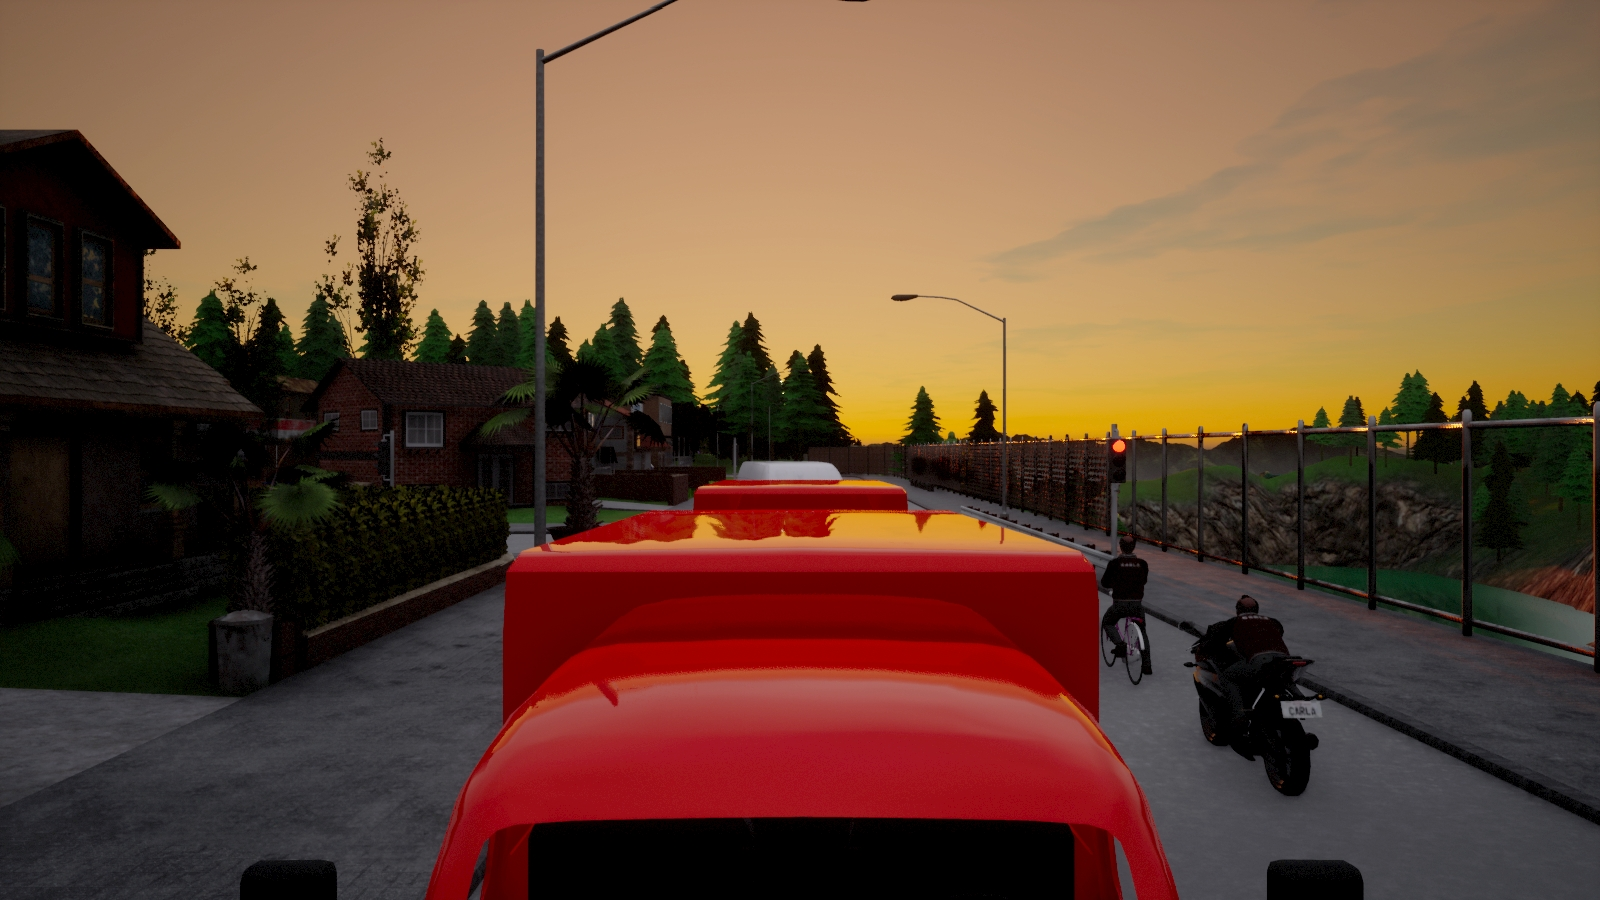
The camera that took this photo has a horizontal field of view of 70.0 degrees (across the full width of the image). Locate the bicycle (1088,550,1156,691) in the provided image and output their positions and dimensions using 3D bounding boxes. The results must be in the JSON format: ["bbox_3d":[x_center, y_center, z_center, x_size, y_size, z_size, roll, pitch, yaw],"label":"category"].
[{"bbox_3d":[3.986,2.066,14.240,0.329,1.471,1.835,0,0,0],"label":"bicycle"}]

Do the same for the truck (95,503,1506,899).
[{"bbox_3d":[-0.001,1.570,4.728,2.627,2.467,5.204,0,0,0],"label":"truck"}]

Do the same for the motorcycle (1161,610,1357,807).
[{"bbox_3d":[4.000,2.210,10.191,0.867,1.251,2.209,0,0,0],"label":"motorcycle"}]

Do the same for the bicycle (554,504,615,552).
[{"bbox_3d":[-6.027,2.170,32.019,1.487,1.276,0.859,0,0,8],"label":"bicycle"}]
